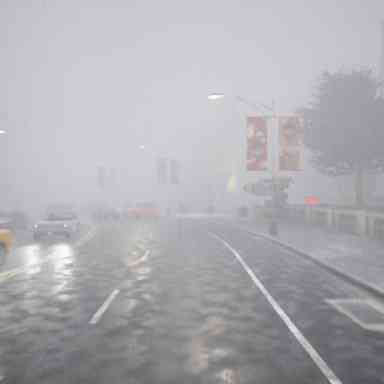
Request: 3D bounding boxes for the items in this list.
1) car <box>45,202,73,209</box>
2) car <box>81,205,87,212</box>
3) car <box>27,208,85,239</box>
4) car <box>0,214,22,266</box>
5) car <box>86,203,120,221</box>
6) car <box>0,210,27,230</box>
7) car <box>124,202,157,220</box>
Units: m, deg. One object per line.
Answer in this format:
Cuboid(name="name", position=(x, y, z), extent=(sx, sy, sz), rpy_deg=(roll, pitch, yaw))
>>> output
Cuboid(name="car", position=(-17.075, 2.045, 42.589), extent=(5.008, 1.535, 1.882), rpy_deg=(0, -1, 43))
Cuboid(name="car", position=(-12.626, 2.122, 43.189), extent=(2.033, 1.411, 5.357), rpy_deg=(1, -1, -45))
Cuboid(name="car", position=(-7.686, 1.859, 19.307), extent=(1.895, 1.301, 4.718), rpy_deg=(0, -1, -10))
Cuboid(name="car", position=(-7.090, 1.604, 9.325), extent=(1.882, 1.535, 5.008), rpy_deg=(0, -1, 0))
Cuboid(name="car", position=(-8.345, 2.020, 31.502), extent=(1.895, 1.301, 4.718), rpy_deg=(0, -1, -28))
Cuboid(name="car", position=(-11.617, 1.827, 20.856), extent=(2.033, 1.411, 5.357), rpy_deg=(0, -1, -14))
Cuboid(name="car", position=(-5.219, 1.791, 33.110), extent=(2.097, 1.767, 4.553), rpy_deg=(0, -1, -29))
